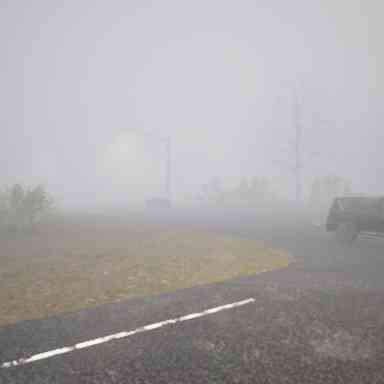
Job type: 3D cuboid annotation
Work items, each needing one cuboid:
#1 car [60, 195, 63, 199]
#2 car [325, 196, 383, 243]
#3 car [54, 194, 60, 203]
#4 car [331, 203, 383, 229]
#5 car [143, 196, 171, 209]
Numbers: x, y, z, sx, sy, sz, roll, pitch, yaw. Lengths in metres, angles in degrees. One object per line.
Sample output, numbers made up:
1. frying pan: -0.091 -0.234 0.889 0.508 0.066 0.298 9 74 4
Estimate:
1. car: -32.446 1.154 79.444 1.895 1.301 4.718 0 0 -37
2. car: 8.406 1.209 13.896 2.150 2.045 5.566 0 0 -37
3. car: -25.241 1.193 58.682 1.882 1.535 5.008 -1 1 -34
4. car: 11.834 1.503 20.994 2.033 1.411 5.357 0 0 -37
5. car: -4.538 1.336 42.598 1.837 1.490 4.892 0 0 -37
